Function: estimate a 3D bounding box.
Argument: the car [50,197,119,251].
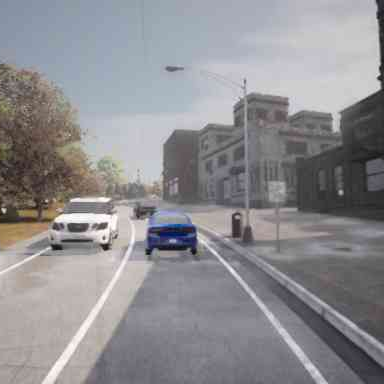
[{"bbox_3d":[-4.475,1.259,14.642,2.150,2.045,5.566,1,0,-8],"label":"car"}]

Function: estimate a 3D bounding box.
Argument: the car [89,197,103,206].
[{"bbox_3d":[-15.731,1.589,54.246,1.895,1.301,4.718,2,0,-19],"label":"car"}]

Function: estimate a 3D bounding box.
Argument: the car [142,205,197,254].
[{"bbox_3d":[-0.946,1.539,13.866,1.882,1.535,5.008,1,0,-7],"label":"car"}]

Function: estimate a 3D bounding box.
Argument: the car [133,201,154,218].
[{"bbox_3d":[-4.478,1.649,31.476,1.837,1.490,4.892,1,0,-15],"label":"car"}]
